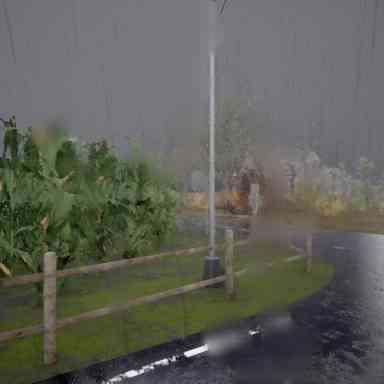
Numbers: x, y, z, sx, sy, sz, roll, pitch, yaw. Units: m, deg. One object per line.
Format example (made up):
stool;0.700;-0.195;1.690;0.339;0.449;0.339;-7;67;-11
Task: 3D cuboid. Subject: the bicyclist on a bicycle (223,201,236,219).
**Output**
bicyclist on a bicycle;3.339;1.596;29.622;1.656;1.620;0.582;0;0;-35
